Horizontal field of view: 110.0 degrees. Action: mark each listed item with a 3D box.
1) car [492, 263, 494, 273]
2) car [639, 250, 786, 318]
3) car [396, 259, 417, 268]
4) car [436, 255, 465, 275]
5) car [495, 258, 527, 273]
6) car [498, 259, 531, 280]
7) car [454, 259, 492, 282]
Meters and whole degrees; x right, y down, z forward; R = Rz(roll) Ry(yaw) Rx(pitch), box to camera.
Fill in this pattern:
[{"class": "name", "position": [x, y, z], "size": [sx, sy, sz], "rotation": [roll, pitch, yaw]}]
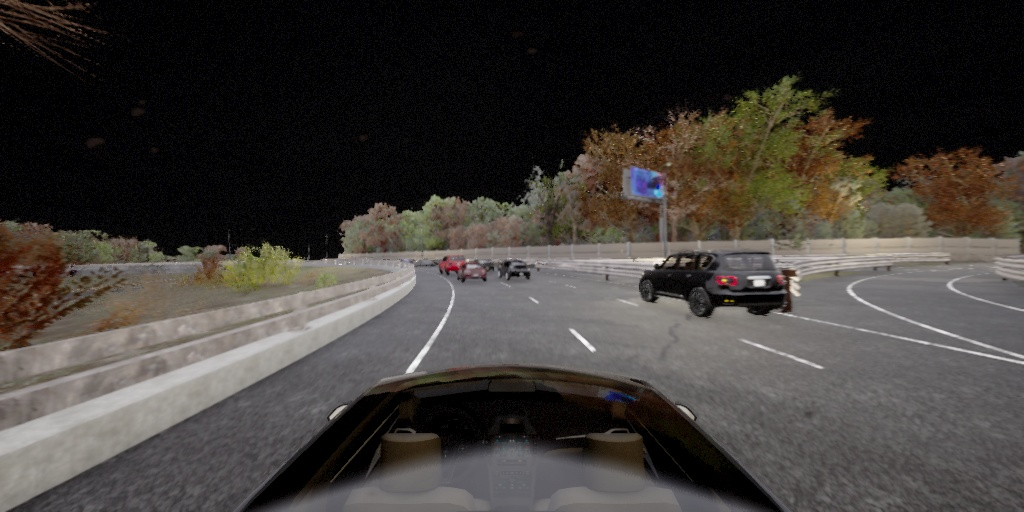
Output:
[{"class": "car", "position": [-3.555, 1.090, 40.641], "size": [1.882, 1.535, 5.008], "rotation": [-1, 1, -21]}, {"class": "car", "position": [6.472, 0.825, 12.406], "size": [2.150, 2.045, 5.566], "rotation": [-1, 0, -5]}, {"class": "car", "position": [-18.700, 1.235, 62.266], "size": [1.882, 1.535, 5.008], "rotation": [-1, 0, -35]}, {"class": "car", "position": [-6.251, 0.896, 37.877], "size": [2.150, 2.045, 5.566], "rotation": [-1, 1, -21]}, {"class": "car", "position": [-0.207, 1.044, 41.696], "size": [2.128, 1.511, 4.902], "rotation": [-1, 0, -21]}, {"class": "car", "position": [0.118, 1.114, 29.238], "size": [1.837, 1.490, 4.892], "rotation": [-1, 0, -14]}, {"class": "car", "position": [-3.100, 1.197, 27.620], "size": [1.812, 1.442, 4.674], "rotation": [-1, 0, -14]}]
